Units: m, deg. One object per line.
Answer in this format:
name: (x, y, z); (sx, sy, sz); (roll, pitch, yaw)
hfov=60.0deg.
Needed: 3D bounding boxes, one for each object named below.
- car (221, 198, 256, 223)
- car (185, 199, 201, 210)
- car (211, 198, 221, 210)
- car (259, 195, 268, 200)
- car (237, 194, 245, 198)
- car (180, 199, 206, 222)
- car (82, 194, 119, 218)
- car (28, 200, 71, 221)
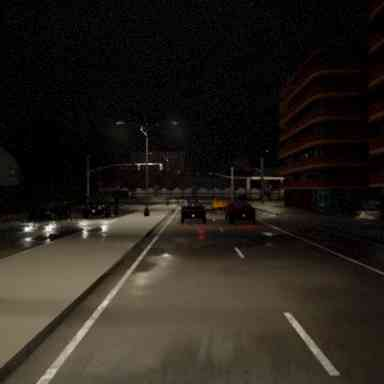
car: (3.600, 1.482, 25.600); (1.882, 1.535, 5.008); (0, 0, 0)
car: (0.094, 1.572, 42.867); (1.994, 1.385, 4.181); (0, 0, 0)
car: (3.600, 1.486, 43.305); (1.882, 1.535, 5.008); (0, 0, 0)
car: (18.953, 1.473, 88.620); (1.970, 1.475, 3.806); (0, 0, 0)
car: (13.208, 1.312, 87.858); (2.242, 1.667, 4.611); (0, 0, 0)
car: (0.099, 1.496, 26.204); (2.128, 1.511, 4.902); (0, 0, 0)
car: (-8.094, 1.228, 30.105); (2.150, 2.045, 5.566); (0, 0, 0)
car: (-11.596, 1.483, 27.374); (1.882, 1.535, 5.008); (0, 0, 0)
